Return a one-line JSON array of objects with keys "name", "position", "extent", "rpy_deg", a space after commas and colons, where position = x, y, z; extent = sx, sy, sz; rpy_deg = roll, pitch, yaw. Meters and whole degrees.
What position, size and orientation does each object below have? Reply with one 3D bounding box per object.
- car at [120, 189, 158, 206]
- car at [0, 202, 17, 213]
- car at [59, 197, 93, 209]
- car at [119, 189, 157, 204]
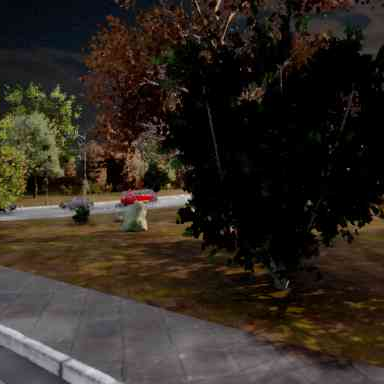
[{"name": "car", "position": [-7.244, 0.763, 45.724], "extent": [2.150, 2.045, 5.566], "rpy_deg": [0, 2, 40]}, {"name": "car", "position": [-21.005, 1.533, 34.658], "extent": [2.128, 1.511, 4.902], "rpy_deg": [0, 1, 39]}, {"name": "car", "position": [-14.742, 1.385, 42.386], "extent": [1.994, 1.385, 4.181], "rpy_deg": [0, 2, 38]}, {"name": "car", "position": [-8.092, 0.627, 50.555], "extent": [2.150, 2.045, 5.566], "rpy_deg": [0, 3, 40]}]
